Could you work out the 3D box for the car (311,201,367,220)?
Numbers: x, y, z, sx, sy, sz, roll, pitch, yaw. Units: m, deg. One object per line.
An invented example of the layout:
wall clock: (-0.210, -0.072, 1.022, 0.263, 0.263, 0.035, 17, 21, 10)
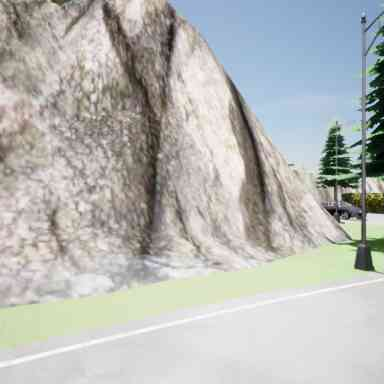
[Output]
car: (12.368, 1.492, 28.302, 2.128, 1.511, 4.902, 0, 0, -26)
